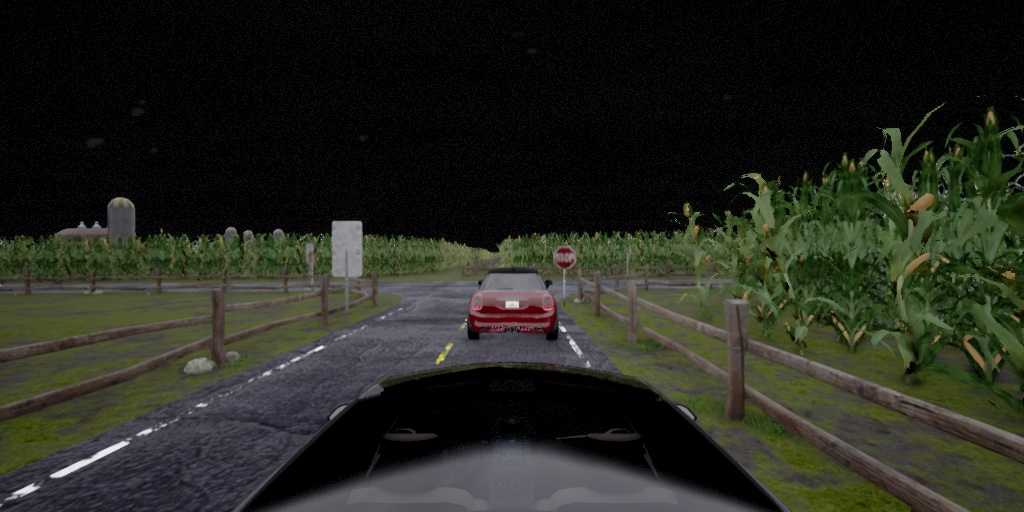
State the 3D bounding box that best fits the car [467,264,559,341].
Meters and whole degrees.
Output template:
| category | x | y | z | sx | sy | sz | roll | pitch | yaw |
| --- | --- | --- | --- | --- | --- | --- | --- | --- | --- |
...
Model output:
| category | x | y | z | sx | sy | sz | roll | pitch | yaw |
| --- | --- | --- | --- | --- | --- | --- | --- | --- | --- |
| car | 0.081 | 1.083 | 10.036 | 2.097 | 1.767 | 4.553 | 0 | 0 | 2 |
